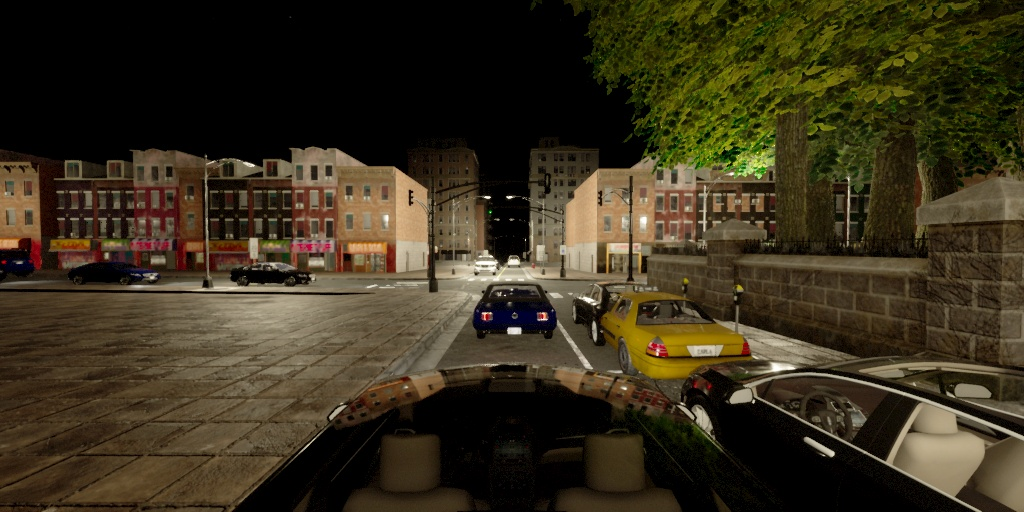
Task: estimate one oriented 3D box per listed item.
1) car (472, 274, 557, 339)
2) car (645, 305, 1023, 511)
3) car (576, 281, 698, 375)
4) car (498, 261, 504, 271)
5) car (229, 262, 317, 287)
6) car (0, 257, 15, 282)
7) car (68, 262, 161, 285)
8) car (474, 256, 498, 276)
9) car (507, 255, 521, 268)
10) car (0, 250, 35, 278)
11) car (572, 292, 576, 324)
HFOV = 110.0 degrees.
[{"bbox_3d":[0.071,1.349,10.048,1.895,1.301,4.718,0,0,0],"label":"car"},{"bbox_3d":[2.637,1.300,2.107,2.007,1.370,4.403,0,0,0],"label":"car"},{"bbox_3d":[2.684,1.274,7.269,1.751,1.417,4.829,0,0,0],"label":"car"},{"bbox_3d":[-2.662,1.323,51.371,2.033,1.411,5.357,0,0,0],"label":"car"},{"bbox_3d":[-15.036,1.160,22.700,4.902,1.511,2.128,1,1,0],"label":"car"},{"bbox_3d":[-35.285,0.969,22.745,4.674,1.442,1.812,1,1,1],"label":"car"},{"bbox_3d":[-25.142,1.083,22.718,4.674,1.442,1.812,1,1,0],"label":"car"},{"bbox_3d":[-2.798,0.983,38.284,2.150,2.045,5.566,0,0,-2],"label":"car"},{"bbox_3d":[0.375,1.012,63.714,2.150,2.045,5.566,0,0,0],"label":"car"},{"bbox_3d":[-37.947,0.570,25.682,5.566,2.045,2.150,1,1,0],"label":"car"},{"bbox_3d":[2.657,1.299,9.243,2.007,1.370,4.403,0,0,0],"label":"car"}]
